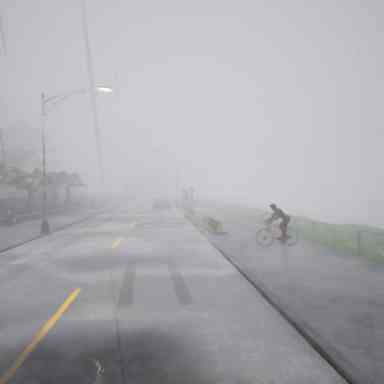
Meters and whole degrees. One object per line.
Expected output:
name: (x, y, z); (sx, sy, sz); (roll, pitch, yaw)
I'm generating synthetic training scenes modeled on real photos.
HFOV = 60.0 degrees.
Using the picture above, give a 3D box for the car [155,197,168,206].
car: (-4.682, 1.430, 50.844); (1.895, 1.301, 4.718); (-1, 0, -5)

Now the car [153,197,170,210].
car: (-3.706, 1.427, 40.694); (1.994, 1.385, 4.181); (-1, 0, -6)

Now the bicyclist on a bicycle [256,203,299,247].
bicyclist on a bicycle: (3.213, 1.249, 12.524); (1.656, 1.620, 0.582); (-1, 0, -5)
